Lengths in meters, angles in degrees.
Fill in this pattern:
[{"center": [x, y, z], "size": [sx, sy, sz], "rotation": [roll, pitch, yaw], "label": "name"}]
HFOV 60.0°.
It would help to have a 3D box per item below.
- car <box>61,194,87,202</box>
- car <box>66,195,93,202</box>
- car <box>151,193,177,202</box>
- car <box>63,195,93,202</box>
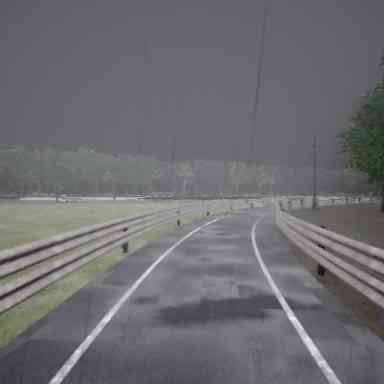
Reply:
[{"center": [-25.335, 1.306, 71.529], "size": [4.902, 1.511, 2.128], "rotation": [1, 0, -32], "label": "car"}, {"center": [-21.595, 1.284, 65.611], "size": [5.357, 1.411, 2.033], "rotation": [1, 0, -32], "label": "car"}, {"center": [-7.216, 1.220, 78.831], "size": [5.566, 2.045, 2.150], "rotation": [1, 0, -32], "label": "car"}, {"center": [-23.465, 1.318, 68.570], "size": [5.357, 1.411, 2.033], "rotation": [1, 0, -32], "label": "car"}]
